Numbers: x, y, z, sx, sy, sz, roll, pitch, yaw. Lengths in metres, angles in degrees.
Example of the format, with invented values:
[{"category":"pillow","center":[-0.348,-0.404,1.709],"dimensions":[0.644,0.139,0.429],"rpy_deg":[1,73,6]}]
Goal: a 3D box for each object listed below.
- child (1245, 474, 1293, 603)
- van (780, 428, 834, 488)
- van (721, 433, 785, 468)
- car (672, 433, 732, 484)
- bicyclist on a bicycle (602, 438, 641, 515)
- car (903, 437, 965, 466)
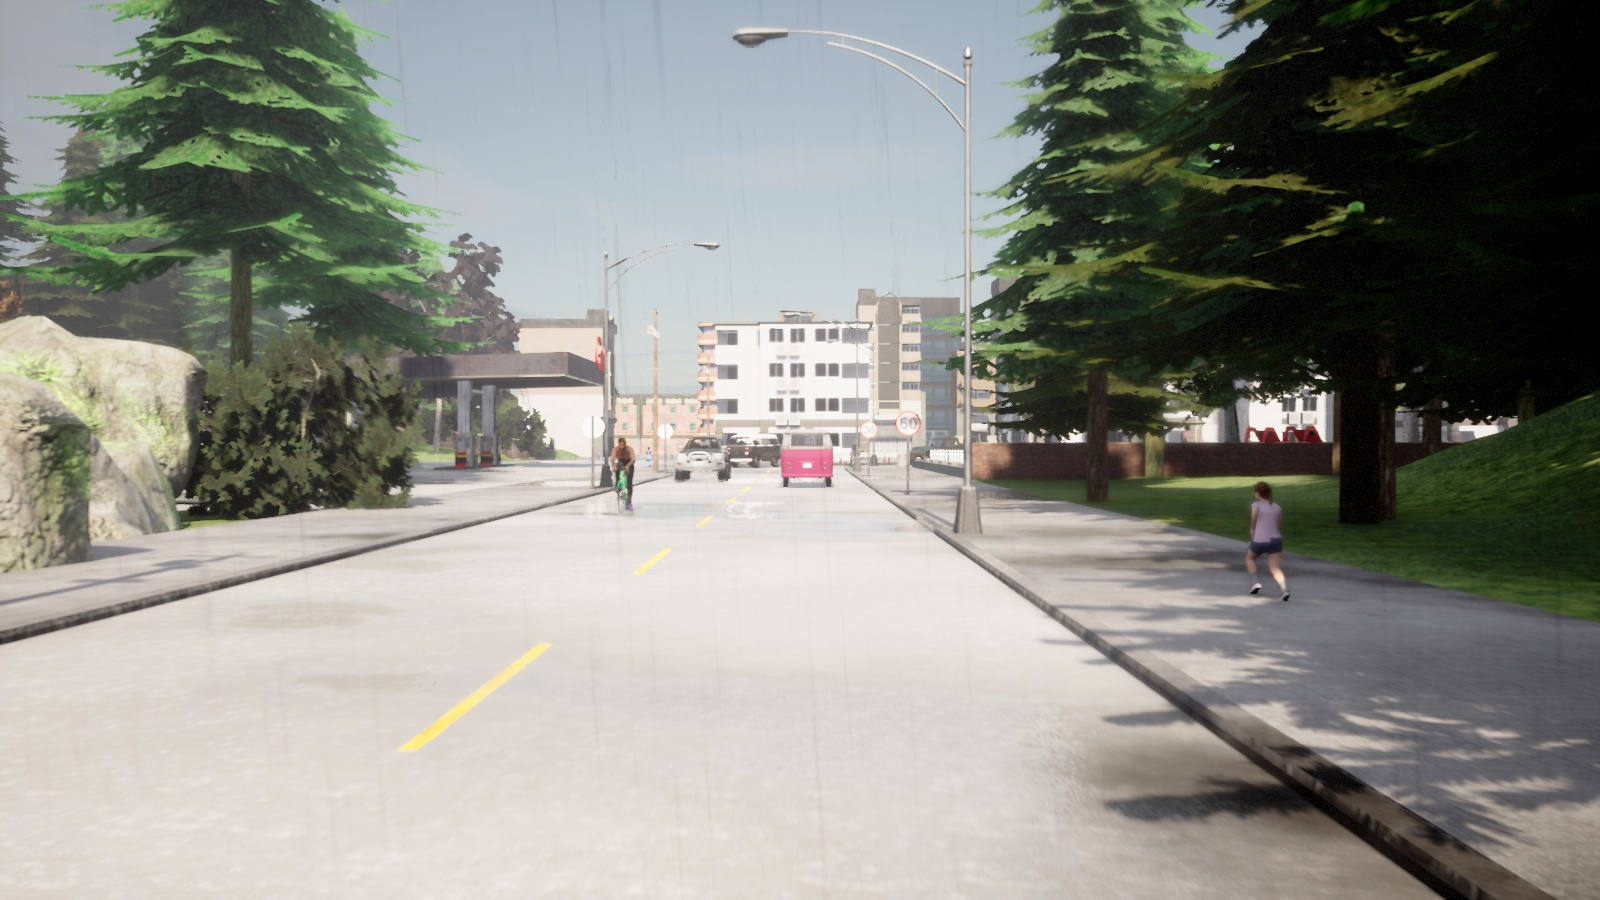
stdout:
[{"category":"child","center":[4.157,0.777,11.146],"dimensions":[0.255,1.110,0.394],"rpy_deg":[0,0,-4]},{"category":"van","center":[0.245,0.251,44.055],"dimensions":[1.775,1.987,4.442],"rpy_deg":[0,0,0]},{"category":"van","center":[-2.788,0.046,75.163],"dimensions":[2.069,2.038,4.480],"rpy_deg":[0,0,24]},{"category":"car","center":[-3.736,0.286,48.467],"dimensions":[1.932,1.855,4.605],"rpy_deg":[0,1,0]},{"category":"bicyclist on a bicycle","center":[-3.831,0.544,27.035],"dimensions":[0.582,1.620,1.656],"rpy_deg":[0,1,0]},{"category":"car","center":[8.901,0.080,83.390],"dimensions":[3.866,1.878,1.905],"rpy_deg":[0,0,-1]}]
